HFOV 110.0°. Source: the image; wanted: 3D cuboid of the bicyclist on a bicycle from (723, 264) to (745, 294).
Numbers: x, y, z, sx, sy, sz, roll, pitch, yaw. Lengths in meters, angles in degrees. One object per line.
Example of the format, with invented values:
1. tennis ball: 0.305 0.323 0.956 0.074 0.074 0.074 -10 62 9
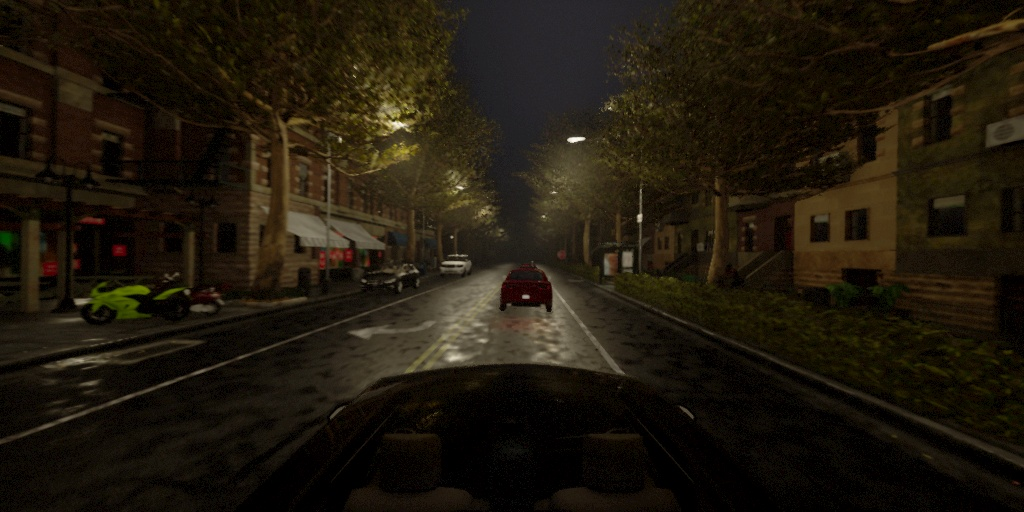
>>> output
1. bicyclist on a bicycle: 8.194 1.140 13.499 1.656 1.620 0.582 10 -11 2

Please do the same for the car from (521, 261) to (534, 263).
1. car: 1.717 1.256 40.242 2.128 1.511 4.902 1 0 3

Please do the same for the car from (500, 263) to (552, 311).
1. car: 0.592 1.232 14.616 1.882 1.535 5.008 1 0 3
